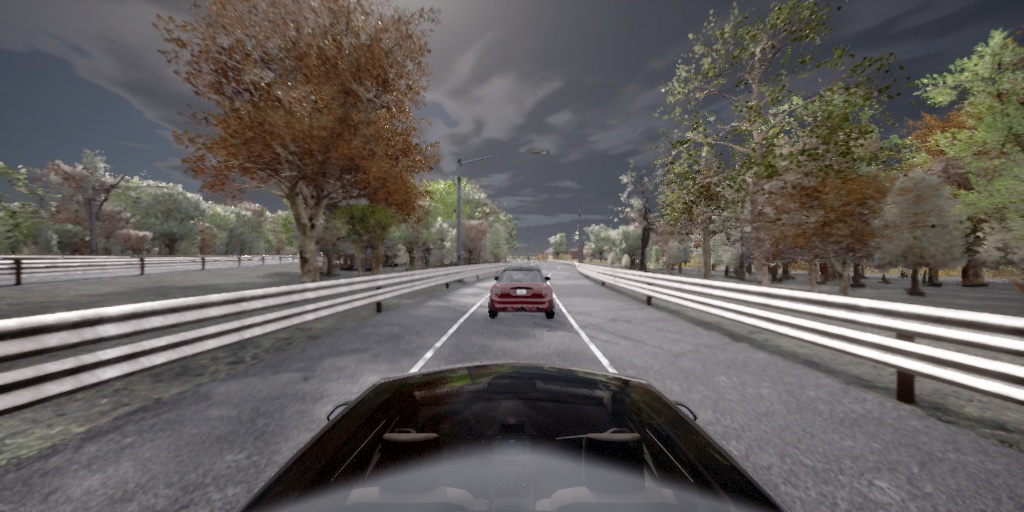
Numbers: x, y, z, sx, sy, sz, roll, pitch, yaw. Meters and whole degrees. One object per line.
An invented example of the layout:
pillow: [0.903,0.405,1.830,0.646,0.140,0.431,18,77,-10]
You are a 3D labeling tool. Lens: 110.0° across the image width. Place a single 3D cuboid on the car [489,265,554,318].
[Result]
car: [0.375,1.174,13.460,2.097,1.767,4.553,0,0,2]
